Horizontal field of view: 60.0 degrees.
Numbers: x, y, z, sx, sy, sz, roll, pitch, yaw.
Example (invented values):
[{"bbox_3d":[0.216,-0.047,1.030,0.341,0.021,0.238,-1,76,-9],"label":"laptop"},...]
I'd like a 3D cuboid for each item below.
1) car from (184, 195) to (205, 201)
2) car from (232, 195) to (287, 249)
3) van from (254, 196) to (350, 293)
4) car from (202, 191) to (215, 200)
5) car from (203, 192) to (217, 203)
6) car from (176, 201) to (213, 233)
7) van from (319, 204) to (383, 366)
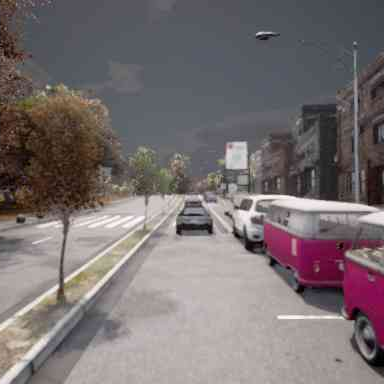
[{"bbox_3d":[0.148,1.276,34.861,1.837,1.490,4.892,0,0,0],"label":"car"},{"bbox_3d":[3.069,1.149,14.214,2.435,2.045,5.566,0,0,0],"label":"car"},{"bbox_3d":[3.063,1.207,8.756,1.878,1.987,4.442,0,0,0],"label":"van"},{"bbox_3d":[3.010,0.650,60.843,2.128,1.511,4.902,0,2,0],"label":"car"},{"bbox_3d":[2.999,0.981,53.050,2.033,1.411,5.357,0,2,0],"label":"car"},{"bbox_3d":[0.126,1.453,18.957,1.994,1.385,4.181,0,0,0],"label":"car"},{"bbox_3d":[3.054,1.238,3.209,1.878,1.987,4.442,0,0,0],"label":"van"}]
